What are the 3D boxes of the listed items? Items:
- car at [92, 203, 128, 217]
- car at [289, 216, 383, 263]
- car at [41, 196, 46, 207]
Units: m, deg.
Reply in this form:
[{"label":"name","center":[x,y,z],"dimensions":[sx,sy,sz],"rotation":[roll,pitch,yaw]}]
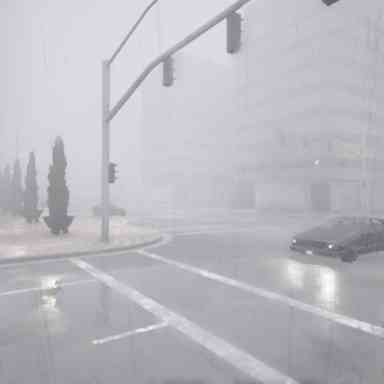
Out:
[{"label":"car","center":[-7.763,1.663,31.117],"dimensions":[1.895,1.301,4.718],"rotation":[0,0,-35]},{"label":"car","center":[6.012,1.611,12.460],"dimensions":[5.357,1.411,2.033],"rotation":[0,0,-36]},{"label":"car","center":[-21.639,1.666,51.102],"dimensions":[1.895,1.301,4.718],"rotation":[0,0,-34]}]
